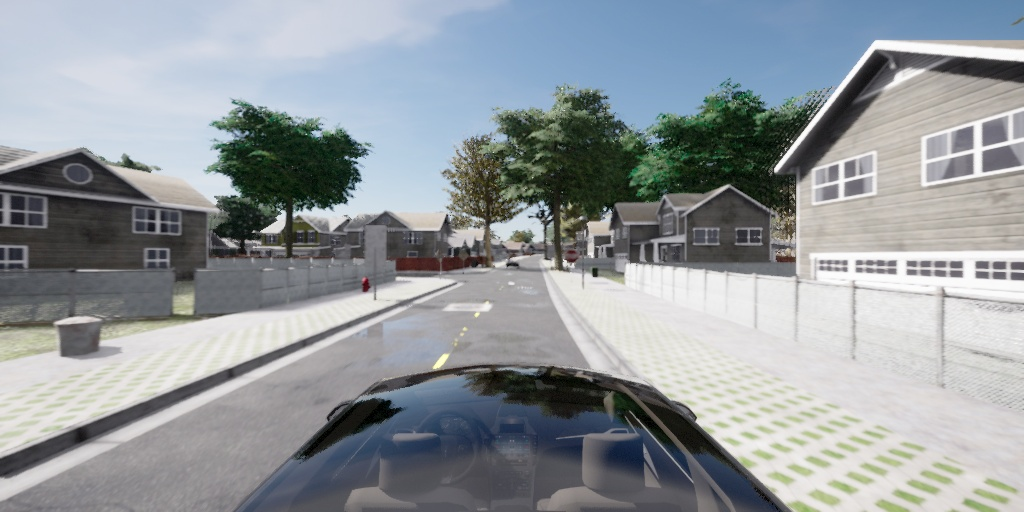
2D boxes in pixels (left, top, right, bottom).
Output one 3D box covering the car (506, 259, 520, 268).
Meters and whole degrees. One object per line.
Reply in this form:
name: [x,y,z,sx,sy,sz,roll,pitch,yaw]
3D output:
car: [0.135,1.087,53.312,1.895,1.301,4.718,0,1,4]
